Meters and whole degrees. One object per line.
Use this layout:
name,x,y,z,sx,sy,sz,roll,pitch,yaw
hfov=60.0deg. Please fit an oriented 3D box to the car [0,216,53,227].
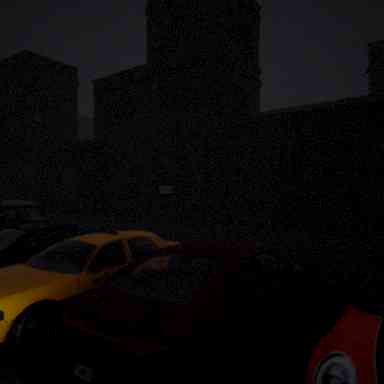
car,-4.065,1.525,8.259,2.002,1.452,4.674,0,0,36

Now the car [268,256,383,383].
car,2.739,1.354,3.440,2.185,1.767,4.553,0,0,36

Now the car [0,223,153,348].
car,-1.911,1.480,6.492,1.946,1.575,5.366,0,0,36

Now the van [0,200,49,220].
van,-6.262,1.260,9.966,1.878,1.987,4.442,0,0,36

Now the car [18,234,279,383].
car,0.456,1.481,5.024,2.097,1.535,5.008,0,0,36
